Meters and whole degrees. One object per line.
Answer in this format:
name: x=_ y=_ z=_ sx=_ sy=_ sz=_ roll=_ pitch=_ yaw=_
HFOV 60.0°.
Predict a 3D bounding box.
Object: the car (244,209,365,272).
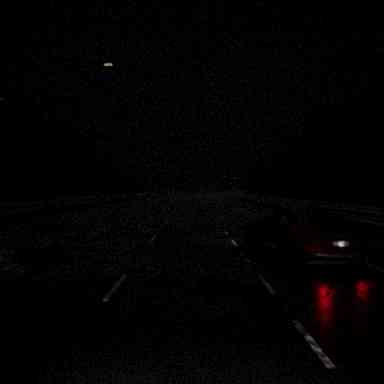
car: x=3.278 y=1.336 z=10.532 sx=2.033 sy=1.649 sz=4.856 roll=4 pitch=0 yaw=-11
